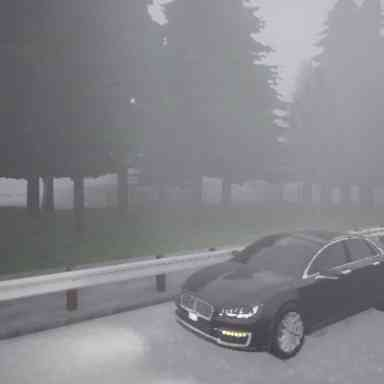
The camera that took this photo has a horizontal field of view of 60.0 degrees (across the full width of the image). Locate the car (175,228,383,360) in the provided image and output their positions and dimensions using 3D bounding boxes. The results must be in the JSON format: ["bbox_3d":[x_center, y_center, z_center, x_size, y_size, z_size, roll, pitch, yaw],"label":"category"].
[{"bbox_3d":[1.992,1.480,6.023,4.892,1.490,1.837,0,0,-36],"label":"car"}]
